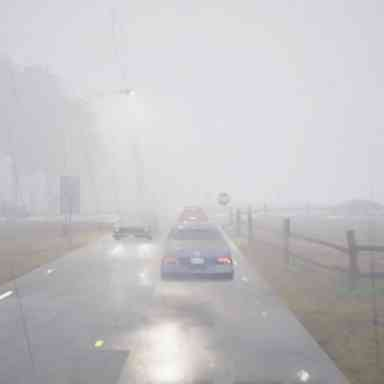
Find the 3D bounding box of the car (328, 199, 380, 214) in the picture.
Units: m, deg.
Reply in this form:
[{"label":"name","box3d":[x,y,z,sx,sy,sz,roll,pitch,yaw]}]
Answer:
[{"label":"car","box3d":[16.209,1.455,33.434,4.892,1.490,1.837,-1,0,0]}]

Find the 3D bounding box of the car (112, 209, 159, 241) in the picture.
[{"label":"car","box3d":[-2.742,1.631,17.575,2.033,1.411,5.357,0,0,0]}]

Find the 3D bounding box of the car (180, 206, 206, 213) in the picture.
[{"label":"car","box3d":[0.089,1.682,23.877,1.994,1.385,4.181,0,0,0]}]

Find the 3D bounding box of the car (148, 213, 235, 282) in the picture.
[{"label":"car","box3d":[0.099,1.591,9.896,2.033,1.411,5.357,0,0,0]}]

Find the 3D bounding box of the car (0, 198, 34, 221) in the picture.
[{"label":"car","box3d":[-17.636,1.575,30.712,5.566,2.045,2.150,0,0,0]}]
